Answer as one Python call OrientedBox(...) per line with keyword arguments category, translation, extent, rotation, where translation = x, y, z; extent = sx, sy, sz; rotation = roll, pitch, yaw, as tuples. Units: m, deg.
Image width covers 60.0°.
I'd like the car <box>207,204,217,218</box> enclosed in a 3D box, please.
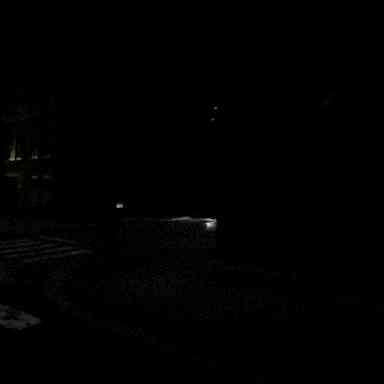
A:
OrientedBox(category="car", translation=(3.033, 1.503, 28.138), extent=(1.994, 1.385, 4.181), rotation=(1, 0, 35))
